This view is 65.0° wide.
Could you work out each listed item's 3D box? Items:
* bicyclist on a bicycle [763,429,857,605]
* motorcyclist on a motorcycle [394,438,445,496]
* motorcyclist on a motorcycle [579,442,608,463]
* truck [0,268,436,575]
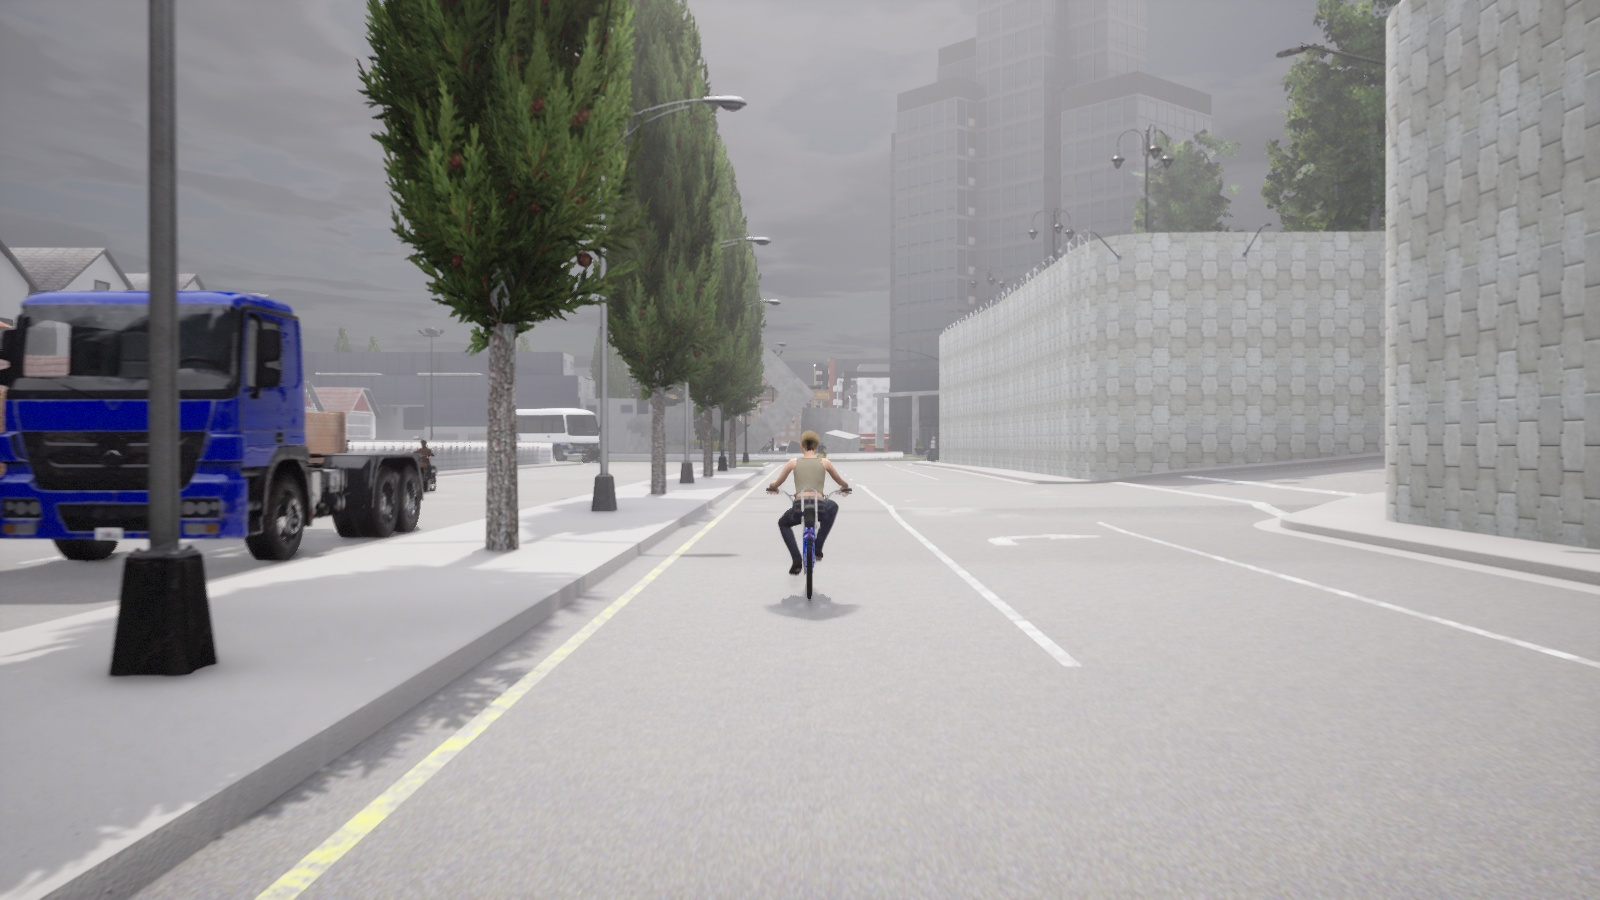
[{"bbox_3d":[0.090,0.614,12.317,0.866,1.612,1.509,0,0,0],"label":"bicyclist on a bicycle"},{"bbox_3d":[-11.273,0.478,37.278,0.766,1.649,2.350,0,0,0],"label":"motorcyclist on a motorcycle"},{"bbox_3d":[-15.188,0.196,92.306,2.044,1.523,0.797,0,0,29],"label":"motorcyclist on a motorcycle"},{"bbox_3d":[-7.881,-0.344,18.176,2.891,3.462,7.936,0,0,0],"label":"truck"}]
